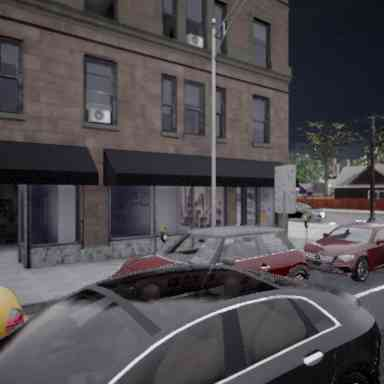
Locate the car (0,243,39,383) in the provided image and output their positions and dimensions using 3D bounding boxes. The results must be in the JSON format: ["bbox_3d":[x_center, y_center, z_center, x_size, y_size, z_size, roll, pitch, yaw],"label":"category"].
[{"bbox_3d":[-4.244,1.526,3.163,4.829,1.417,1.752,0,0,-35],"label":"car"}]

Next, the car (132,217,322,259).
[{"bbox_3d":[0.389,1.439,6.465,4.097,1.590,1.967,0,0,-35],"label":"car"}]

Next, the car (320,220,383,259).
[{"bbox_3d":[4.883,1.578,9.668,4.206,1.307,1.802,0,0,-35],"label":"car"}]

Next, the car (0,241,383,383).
[{"bbox_3d":[-0.317,1.504,2.722,4.892,1.490,1.837,0,0,-35],"label":"car"}]

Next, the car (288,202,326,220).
[{"bbox_3d":[8.449,1.582,27.107,2.128,1.511,4.902,0,0,-37],"label":"car"}]
